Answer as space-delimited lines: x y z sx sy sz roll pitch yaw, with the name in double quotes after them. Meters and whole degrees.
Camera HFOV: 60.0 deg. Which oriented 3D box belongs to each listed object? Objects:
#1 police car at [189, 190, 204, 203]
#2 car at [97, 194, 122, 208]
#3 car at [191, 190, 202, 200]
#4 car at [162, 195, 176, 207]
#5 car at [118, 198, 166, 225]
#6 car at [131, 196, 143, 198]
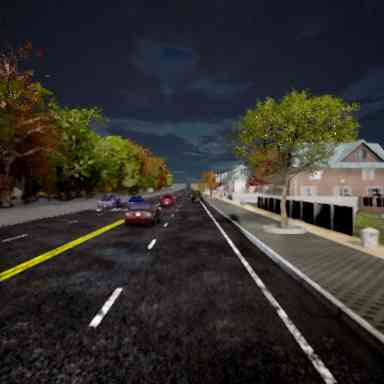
0.951 0.931 55.574 1.930 1.638 5.238 0 1 0 "police car"
-9.852 1.001 39.910 2.097 1.767 4.553 0 1 0 "car"
0.944 0.578 71.491 2.150 2.045 5.566 0 1 0 "car"
-3.171 1.138 44.046 1.812 1.442 4.674 0 1 0 "car"
-3.170 1.357 22.085 2.033 1.411 5.357 0 1 0 "car"
-6.604 1.178 39.710 1.812 1.442 4.674 0 0 0 "car"
